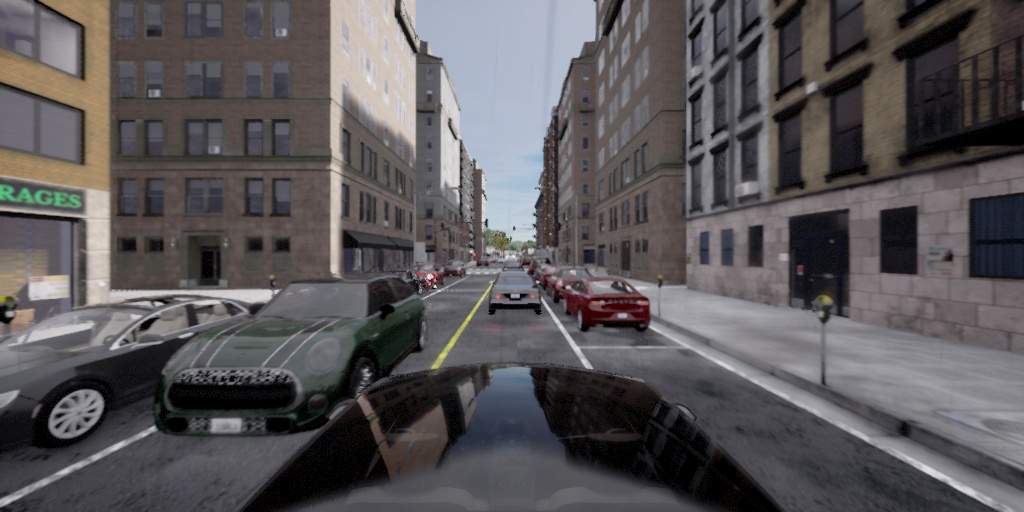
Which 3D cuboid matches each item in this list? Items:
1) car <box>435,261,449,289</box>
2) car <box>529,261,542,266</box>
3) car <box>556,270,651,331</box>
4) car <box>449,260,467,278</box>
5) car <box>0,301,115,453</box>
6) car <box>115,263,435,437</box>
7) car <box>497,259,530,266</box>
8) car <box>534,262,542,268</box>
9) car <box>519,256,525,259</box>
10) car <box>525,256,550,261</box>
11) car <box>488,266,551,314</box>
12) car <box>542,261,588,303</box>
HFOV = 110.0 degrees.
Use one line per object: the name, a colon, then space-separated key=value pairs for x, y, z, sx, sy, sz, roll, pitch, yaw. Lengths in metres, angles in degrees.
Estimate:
car: x=-5.388 y=1.171 z=22.159 sx=1.967 sy=1.591 sz=4.097 roll=0 pitch=0 yaw=0
car: x=2.637 y=1.276 z=27.842 sx=2.007 sy=1.370 sz=4.403 roll=0 pitch=0 yaw=0
car: x=2.638 y=1.287 z=10.795 sx=1.888 sy=1.381 sz=4.507 roll=0 pitch=0 yaw=0
car: x=-5.388 y=1.159 z=33.523 sx=1.967 sy=1.591 sz=4.097 roll=0 pitch=0 yaw=0
car: x=-5.388 y=1.297 z=5.112 sx=2.007 sy=1.370 sz=4.403 roll=0 pitch=0 yaw=0
car: x=-2.851 y=1.098 z=5.824 sx=2.097 sy=1.767 sz=4.553 roll=0 pitch=0 yaw=0
car: x=0.099 y=1.214 z=30.156 sx=2.128 sy=1.511 sz=4.902 roll=0 pitch=0 yaw=0
car: x=2.637 y=1.276 z=22.160 sx=1.888 sy=1.381 sz=4.507 roll=0 pitch=0 yaw=0
car: x=2.700 y=1.007 z=60.580 sx=2.192 sy=1.841 sz=5.009 roll=0 pitch=0 yaw=0
car: x=2.637 y=1.035 z=33.524 sx=2.192 sy=1.841 sz=5.009 roll=0 pitch=0 yaw=0
car: x=0.101 y=1.287 z=13.663 sx=2.033 sy=1.411 sz=5.357 roll=0 pitch=0 yaw=0
car: x=2.637 y=1.176 z=16.477 sx=1.967 sy=1.591 sz=4.097 roll=0 pitch=0 yaw=0
